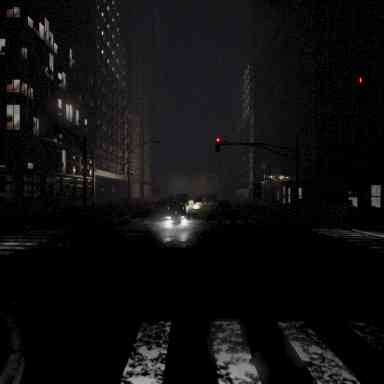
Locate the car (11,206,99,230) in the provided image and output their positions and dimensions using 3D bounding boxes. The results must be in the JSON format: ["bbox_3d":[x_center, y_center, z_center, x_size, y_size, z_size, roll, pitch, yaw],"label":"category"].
[{"bbox_3d":[-7.933,1.498,19.572,4.718,1.301,1.895,2,0,-19],"label":"car"}]

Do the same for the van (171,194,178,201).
[{"bbox_3d":[-4.215,1.321,80.429,1.690,1.788,3.998,0,0,0],"label":"van"}]

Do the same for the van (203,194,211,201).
[{"bbox_3d":[3.665,1.321,80.467,1.690,1.788,3.998,0,0,0],"label":"van"}]

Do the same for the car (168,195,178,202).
[{"bbox_3d":[-4.188,1.426,74.902,1.967,1.590,4.097,0,0,0],"label":"car"}]

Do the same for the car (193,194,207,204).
[{"bbox_3d":[1.271,1.524,62.996,1.812,1.442,4.674,0,0,0],"label":"car"}]

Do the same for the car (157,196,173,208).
[{"bbox_3d":[-4.055,1.592,47.264,1.802,1.307,4.206,0,0,0],"label":"car"}]

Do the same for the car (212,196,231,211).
[{"bbox_3d":[3.902,1.579,41.776,1.947,1.339,4.313,0,0,0],"label":"car"}]

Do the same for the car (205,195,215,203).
[{"bbox_3d":[3.719,1.432,69.412,1.967,1.590,4.097,0,0,0],"label":"car"}]

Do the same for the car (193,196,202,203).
[{"bbox_3d":[1.145,1.528,73.303,2.033,1.411,5.357,0,0,0],"label":"car"}]

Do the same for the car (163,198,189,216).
[{"bbox_3d":[-1.523,1.617,33.341,1.895,1.301,4.718,0,0,0],"label":"car"}]

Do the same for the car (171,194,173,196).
[{"bbox_3d":[-4.135,1.564,63.846,1.947,1.339,4.313,0,0,0],"label":"car"}]

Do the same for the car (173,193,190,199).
[{"bbox_3d":[-1.615,1.229,55.856,2.150,2.045,5.566,0,0,0],"label":"car"}]

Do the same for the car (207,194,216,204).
[{"bbox_3d":[3.746,1.313,63.884,2.192,1.841,5.009,0,0,0],"label":"car"}]
